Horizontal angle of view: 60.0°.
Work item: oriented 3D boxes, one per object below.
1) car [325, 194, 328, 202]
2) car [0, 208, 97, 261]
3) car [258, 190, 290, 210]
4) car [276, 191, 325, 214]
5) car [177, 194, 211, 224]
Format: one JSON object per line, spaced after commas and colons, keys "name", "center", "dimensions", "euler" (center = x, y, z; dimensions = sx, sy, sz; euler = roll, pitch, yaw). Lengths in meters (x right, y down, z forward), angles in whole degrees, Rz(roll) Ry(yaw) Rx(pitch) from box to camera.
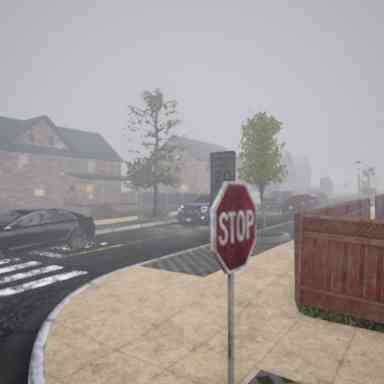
{"name": "car", "center": [14.096, 0.561, 38.265], "dimensions": [2.033, 1.411, 5.357], "euler": [-1, 1, 36]}
{"name": "car", "center": [-5.490, 1.314, 10.977], "dimensions": [2.128, 1.511, 4.902], "euler": [0, 2, 36]}
{"name": "car", "center": [7.549, 0.630, 29.181], "dimensions": [2.097, 1.767, 4.553], "euler": [-1, 1, 36]}
{"name": "car", "center": [8.253, 0.852, 25.109], "dimensions": [1.812, 1.442, 4.674], "euler": [-1, 1, 36]}
{"name": "car", "center": [1.105, 0.895, 20.195], "dimensions": [2.097, 1.767, 4.553], "euler": [-1, 1, 36]}
